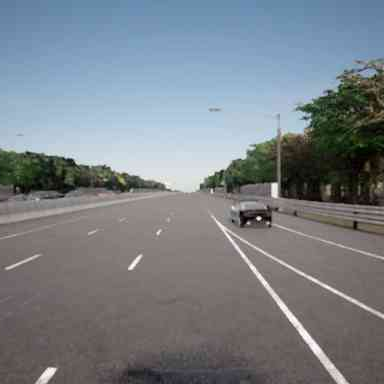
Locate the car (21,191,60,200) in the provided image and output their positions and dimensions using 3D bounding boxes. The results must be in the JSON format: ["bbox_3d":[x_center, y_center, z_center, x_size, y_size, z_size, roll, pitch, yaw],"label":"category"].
[{"bbox_3d":[-21.047,0.913,46.596,2.150,2.045,5.566,0,0,0],"label":"car"}]

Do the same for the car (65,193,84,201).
[{"bbox_3d":[-24.501,1.062,69.565,2.128,1.511,4.902,0,0,0],"label":"car"}]

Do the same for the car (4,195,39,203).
[{"bbox_3d":[-17.594,1.341,33.286,1.994,1.385,4.181,0,0,0],"label":"car"}]

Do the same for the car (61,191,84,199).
[{"bbox_3d":[-21.003,0.823,60.004,2.150,2.045,5.566,0,0,0],"label":"car"}]

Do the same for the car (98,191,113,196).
[{"bbox_3d":[-17.501,0.781,67.420,2.150,2.045,5.566,0,0,0],"label":"car"}]

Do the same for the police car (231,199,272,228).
[{"bbox_3d":[3.677,1.285,21.395,1.930,1.638,5.238,0,0,-2],"label":"police car"}]

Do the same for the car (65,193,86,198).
[{"bbox_3d":[-17.555,1.255,51.844,1.895,1.301,4.718,0,0,0],"label":"car"}]
